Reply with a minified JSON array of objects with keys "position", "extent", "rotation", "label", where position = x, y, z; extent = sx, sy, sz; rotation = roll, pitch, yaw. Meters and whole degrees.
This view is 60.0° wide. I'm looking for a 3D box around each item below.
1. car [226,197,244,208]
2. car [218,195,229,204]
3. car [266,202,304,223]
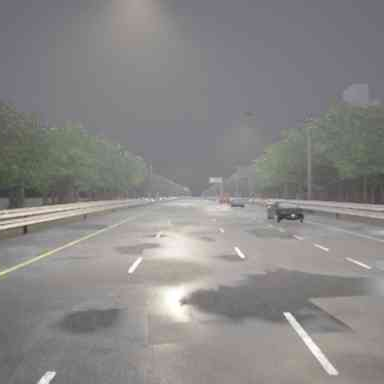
[{"position":[7.157,1.792,53.814],"extent":[1.994,1.385,4.181],"rotation":[0,-1,0],"label":"car"},{"position":[7.312,1.728,75.963],"extent":[2.150,2.045,5.566],"rotation":[0,-1,0],"label":"car"},{"position":[7.037,1.513,25.559],"extent":[1.882,1.535,5.008],"rotation":[0,-1,0],"label":"car"}]
